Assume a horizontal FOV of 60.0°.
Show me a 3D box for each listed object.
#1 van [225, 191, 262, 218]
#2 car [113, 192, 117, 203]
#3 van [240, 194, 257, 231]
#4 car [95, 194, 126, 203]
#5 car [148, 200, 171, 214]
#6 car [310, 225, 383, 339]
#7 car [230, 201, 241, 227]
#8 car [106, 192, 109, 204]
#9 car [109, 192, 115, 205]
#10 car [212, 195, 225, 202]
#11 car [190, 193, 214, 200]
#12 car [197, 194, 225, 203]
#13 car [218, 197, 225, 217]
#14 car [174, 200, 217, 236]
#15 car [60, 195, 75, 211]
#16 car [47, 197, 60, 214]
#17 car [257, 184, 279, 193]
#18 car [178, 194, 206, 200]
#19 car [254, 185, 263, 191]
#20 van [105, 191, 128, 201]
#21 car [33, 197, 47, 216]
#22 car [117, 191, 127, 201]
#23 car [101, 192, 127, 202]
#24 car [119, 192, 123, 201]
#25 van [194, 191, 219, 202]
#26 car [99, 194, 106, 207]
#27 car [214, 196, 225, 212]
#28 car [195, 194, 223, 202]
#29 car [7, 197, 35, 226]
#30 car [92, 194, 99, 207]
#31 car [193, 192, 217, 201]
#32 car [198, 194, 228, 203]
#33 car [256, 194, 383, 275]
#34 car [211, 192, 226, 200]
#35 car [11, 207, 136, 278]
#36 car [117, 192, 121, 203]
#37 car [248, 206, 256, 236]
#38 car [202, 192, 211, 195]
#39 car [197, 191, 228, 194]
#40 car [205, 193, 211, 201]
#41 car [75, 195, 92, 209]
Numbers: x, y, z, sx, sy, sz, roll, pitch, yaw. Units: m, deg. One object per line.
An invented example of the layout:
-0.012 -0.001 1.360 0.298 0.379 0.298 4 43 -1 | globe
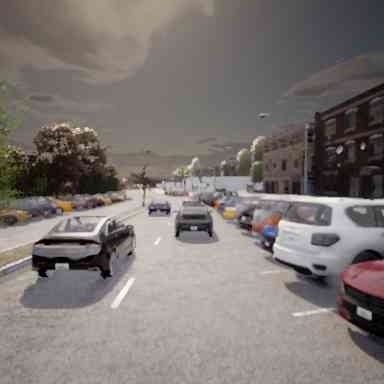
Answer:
4.643 1.130 20.494 4.442 1.987 1.878 1 1 -20 | van
-14.310 1.081 50.865 4.553 1.767 2.185 -1 1 -23 | car
4.652 1.167 14.470 4.442 1.987 1.878 1 1 -20 | van
-15.339 1.141 62.594 5.366 1.575 1.946 -1 1 -24 | car
-3.041 1.406 32.117 1.895 1.301 4.718 0 0 -1 | car
4.758 1.449 5.497 5.008 1.535 2.097 1 1 -20 | car
4.781 1.406 17.540 4.792 1.488 2.163 1 0 -20 | car
-14.059 1.116 44.933 4.553 1.767 2.185 -1 0 -22 | car
-14.344 1.224 47.824 5.366 1.575 1.946 -1 1 -23 | car
4.666 1.301 29.585 4.892 1.521 2.231 1 0 -21 | car
2.285 1.049 74.785 4.792 1.488 2.163 0 0 -26 | car
3.402 1.148 59.768 4.674 1.452 2.002 1 0 -24 | car
4.907 1.337 23.624 5.366 1.575 1.946 1 0 -20 | car
0.090 1.397 17.691 1.837 1.490 4.892 0 0 0 | car
-13.548 1.326 30.137 5.008 1.535 2.097 -1 1 -21 | car
-13.484 1.217 27.181 4.553 1.767 2.185 -1 1 -21 | car
19.865 -0.924 87.481 2.435 2.045 5.566 -7 4 -30 | car
-0.073 1.287 33.392 2.128 1.511 4.902 0 0 -1 | car
16.919 -0.341 86.966 2.002 1.452 4.674 -7 4 -30 | car
-15.590 0.879 68.621 4.442 1.987 1.878 -1 0 -25 | van
-13.474 1.361 24.204 4.892 1.521 2.231 -1 1 -20 | car
-14.771 1.151 59.799 5.366 1.575 1.946 -1 0 -24 | car
-15.393 0.998 65.633 4.553 1.767 2.185 -1 1 -25 | car
-14.717 1.214 56.766 4.674 1.452 2.002 -1 1 -24 | car
2.838 0.843 65.736 4.442 1.987 1.878 1 1 -25 | van
-13.891 1.258 41.982 5.008 1.535 2.097 -1 1 -22 | car
4.722 1.319 26.566 5.008 1.535 2.097 1 1 -21 | car
3.189 1.090 62.779 4.892 1.521 2.231 1 1 -25 | car
-13.287 1.372 21.304 5.366 1.575 1.946 -1 0 -20 | car
-13.759 1.304 39.040 4.792 1.488 2.163 -1 0 -22 | car
2.708 0.926 68.810 4.553 1.767 2.185 1 1 -25 | car
3.617 1.167 56.751 4.674 1.452 2.002 1 1 -24 | car
4.783 1.180 8.514 5.566 2.045 2.435 1 0 -20 | car
4.606 1.155 32.603 4.553 1.767 2.185 1 0 -21 | car
-2.909 1.432 9.881 2.128 1.511 4.902 0 1 0 | car
-14.515 1.231 53.811 4.674 1.452 2.002 -1 1 -23 | car
4.760 1.412 11.507 5.008 1.535 2.097 1 1 -20 | car
4.273 1.204 44.684 5.008 1.535 2.097 1 1 -23 | car
4.110 0.933 47.686 5.566 2.045 2.435 1 1 -23 | car
4.479 1.242 38.650 5.008 1.535 2.097 1 0 -22 | car
-13.723 1.322 36.046 4.792 1.488 2.163 -1 1 -21 | car
